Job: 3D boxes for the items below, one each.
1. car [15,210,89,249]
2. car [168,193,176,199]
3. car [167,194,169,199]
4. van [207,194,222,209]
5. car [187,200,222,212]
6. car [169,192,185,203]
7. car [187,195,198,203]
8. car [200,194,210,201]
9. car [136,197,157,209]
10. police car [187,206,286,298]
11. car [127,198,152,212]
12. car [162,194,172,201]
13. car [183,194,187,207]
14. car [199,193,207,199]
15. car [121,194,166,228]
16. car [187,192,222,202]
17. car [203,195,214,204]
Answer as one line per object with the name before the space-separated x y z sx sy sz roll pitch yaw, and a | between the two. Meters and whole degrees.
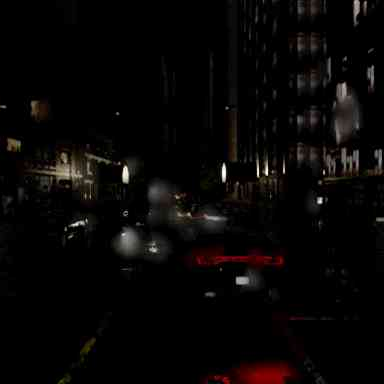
car | -5.667 1.472 13.934 2.008 1.369 4.403 0 0 0
car | -5.516 0.976 91.270 1.967 1.590 4.097 0 0 0
car | -5.581 1.134 58.125 1.967 1.590 4.097 0 0 0
van | 2.765 1.116 41.539 1.690 1.788 3.998 0 0 0
car | 0.813 1.401 18.465 1.837 1.490 4.892 0 0 0
car | -2.917 1.219 62.629 2.033 1.411 5.357 0 0 1
car | 0.115 1.254 58.912 1.994 1.385 4.181 0 0 0
car | 2.832 1.164 74.685 2.008 1.369 4.403 0 0 0
car | -5.613 1.320 41.553 1.887 1.381 4.507 0 0 0
police car | 0.916 1.376 8.575 1.930 1.638 5.238 0 0 0
car | -5.624 1.354 36.029 2.008 1.369 4.403 0 0 0
car | -5.548 1.195 74.698 1.802 1.307 4.206 0 0 0
car | 0.106 1.258 45.725 1.837 1.490 4.892 0 0 0
car | 2.853 1.086 85.903 1.752 1.417 4.829 0 0 0
car | -3.058 1.233 21.136 2.097 1.767 4.553 0 0 0
car | 0.948 1.088 24.493 2.150 2.045 5.566 0 0 0
car | 2.800 1.218 58.282 1.752 1.417 4.829 0 0 0
